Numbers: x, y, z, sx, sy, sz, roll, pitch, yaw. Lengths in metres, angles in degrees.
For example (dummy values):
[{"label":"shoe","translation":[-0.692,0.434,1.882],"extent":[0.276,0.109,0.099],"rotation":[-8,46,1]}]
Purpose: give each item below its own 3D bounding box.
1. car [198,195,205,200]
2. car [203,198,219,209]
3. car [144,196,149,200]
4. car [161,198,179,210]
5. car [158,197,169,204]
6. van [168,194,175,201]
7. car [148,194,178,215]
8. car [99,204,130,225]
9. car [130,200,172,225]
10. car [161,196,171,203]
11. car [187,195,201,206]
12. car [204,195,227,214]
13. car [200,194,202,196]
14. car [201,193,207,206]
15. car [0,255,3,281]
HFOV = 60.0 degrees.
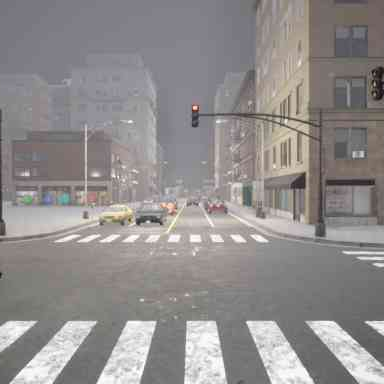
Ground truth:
[{"label":"car","translation":[2.668,1.571,91.987],"extent":[1.947,1.339,4.313],"rotation":[0,0,0]},{"label":"car","translation":[2.652,1.566,46.692],"extent":[1.947,1.339,4.313],"rotation":[0,0,0]},{"label":"car","translation":[-5.375,1.551,41.033],"extent":[2.008,1.369,4.403],"rotation":[0,0,0]},{"label":"car","translation":[-2.831,1.548,44.216],"extent":[2.033,1.411,5.357],"rotation":[0,0,0]},{"label":"car","translation":[-5.367,1.583,63.681],"extent":[1.802,1.307,4.206],"rotation":[0,0,0]},{"label":"van","translation":[-5.359,1.345,86.329],"extent":[1.690,1.788,3.998],"rotation":[0,0,0]},{"label":"car","translation":[-2.841,1.352,33.808],"extent":[2.097,1.767,4.553],"rotation":[0,0,0]},{"label":"car","translation":[-5.381,1.525,23.878],"extent":[1.752,1.417,4.829],"rotation":[0,0,0]},{"label":"car","translation":[-2.841,1.547,24.160],"extent":[2.033,1.411,5.357],"rotation":[0,0,0]},{"label":"car","translation":[-5.365,1.527,69.173],"extent":[1.752,1.417,4.829],"rotation":[0,0,0]},{"label":"car","translation":[0.119,1.601,53.839],"extent":[1.895,1.301,4.718],"rotation":[0,0,0]},{"label":"car","translation":[2.648,1.440,35.368],"extent":[1.967,1.590,4.097],"rotation":[0,0,0]},{"label":"car","translation":[2.660,1.552,69.340],"extent":[2.008,1.369,4.403],"rotation":[0,0,0]},{"label":"car","translation":[2.650,1.315,41.030],"extent":[2.192,1.841,5.009],"rotation":[0,0,0]},{"label":"car","translation":[-6.665,1.457,7.512],"extent":[5.008,1.535,1.882],"rotation":[0,0,19]}]
